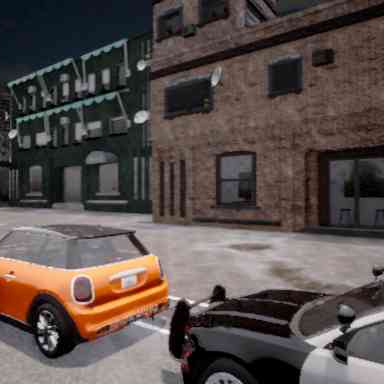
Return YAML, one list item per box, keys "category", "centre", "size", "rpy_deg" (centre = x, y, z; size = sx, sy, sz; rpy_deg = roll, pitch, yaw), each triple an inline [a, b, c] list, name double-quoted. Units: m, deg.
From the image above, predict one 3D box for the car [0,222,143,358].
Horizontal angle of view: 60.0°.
- category: "car"
  centre: [-2.675, 1.375, 6.285]
  size: [4.553, 1.767, 2.097]
  rpy_deg: [0, 0, 36]

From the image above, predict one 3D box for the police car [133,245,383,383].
- category: "police car"
  centre: [2.082, 1.441, 2.863]
  size: [5.238, 1.638, 1.930]
  rpy_deg: [0, 0, 36]
